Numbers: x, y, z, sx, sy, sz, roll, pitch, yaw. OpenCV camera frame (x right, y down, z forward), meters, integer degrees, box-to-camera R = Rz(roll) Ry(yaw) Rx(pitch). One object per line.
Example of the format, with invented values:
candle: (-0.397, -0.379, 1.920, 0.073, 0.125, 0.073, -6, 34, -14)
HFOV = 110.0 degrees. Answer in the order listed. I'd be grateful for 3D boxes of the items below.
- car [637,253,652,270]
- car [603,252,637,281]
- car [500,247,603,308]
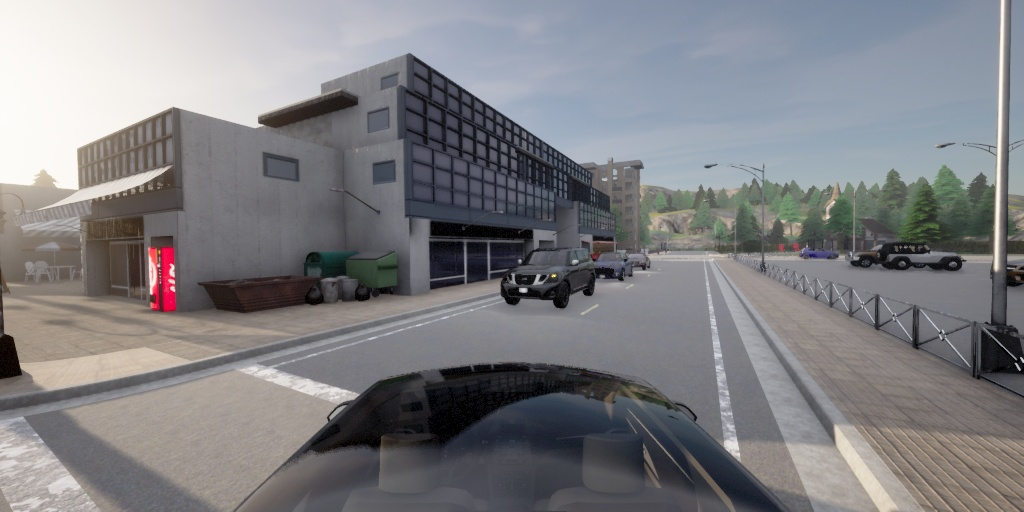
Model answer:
car: (11.066, 0.431, 31.708, 1.812, 1.442, 4.674, 0, 2, 28)
car: (6.265, 0.539, 22.672, 2.097, 1.767, 4.553, 0, 2, 28)
car: (1.654, 0.679, 13.983, 2.150, 2.045, 5.566, 0, 1, 28)
